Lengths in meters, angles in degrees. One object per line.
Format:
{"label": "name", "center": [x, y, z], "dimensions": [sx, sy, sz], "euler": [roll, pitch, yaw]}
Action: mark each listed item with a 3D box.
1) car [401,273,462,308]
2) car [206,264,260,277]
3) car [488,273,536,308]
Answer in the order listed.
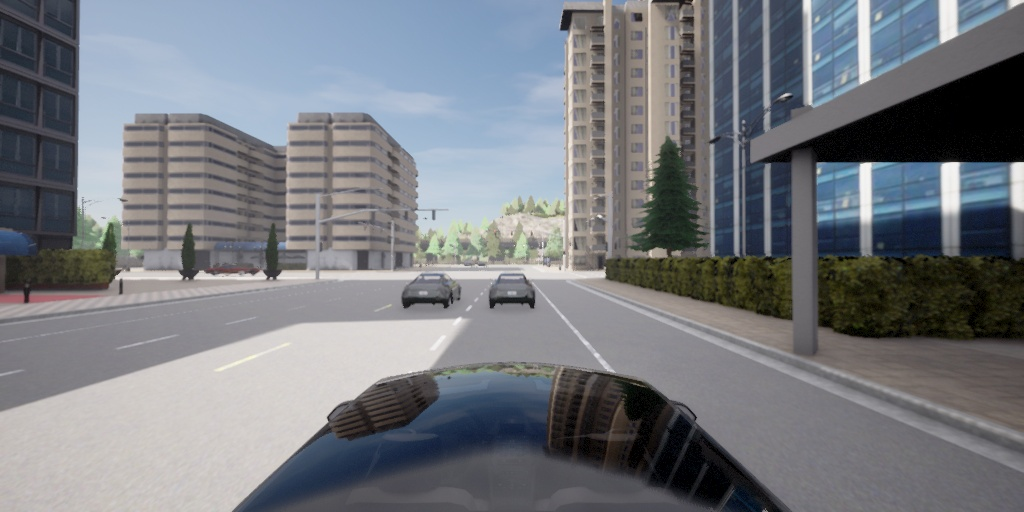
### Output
{"label": "car", "center": [-3.494, 1.449, 16.138], "dimensions": [1.994, 1.385, 4.181], "euler": [0, 0, 0]}
{"label": "car", "center": [-30.302, 1.538, 39.062], "dimensions": [4.718, 1.301, 1.895], "euler": [0, -1, 1]}
{"label": "car", "center": [0.006, 1.449, 16.138], "dimensions": [1.994, 1.385, 4.181], "euler": [0, 0, 0]}
